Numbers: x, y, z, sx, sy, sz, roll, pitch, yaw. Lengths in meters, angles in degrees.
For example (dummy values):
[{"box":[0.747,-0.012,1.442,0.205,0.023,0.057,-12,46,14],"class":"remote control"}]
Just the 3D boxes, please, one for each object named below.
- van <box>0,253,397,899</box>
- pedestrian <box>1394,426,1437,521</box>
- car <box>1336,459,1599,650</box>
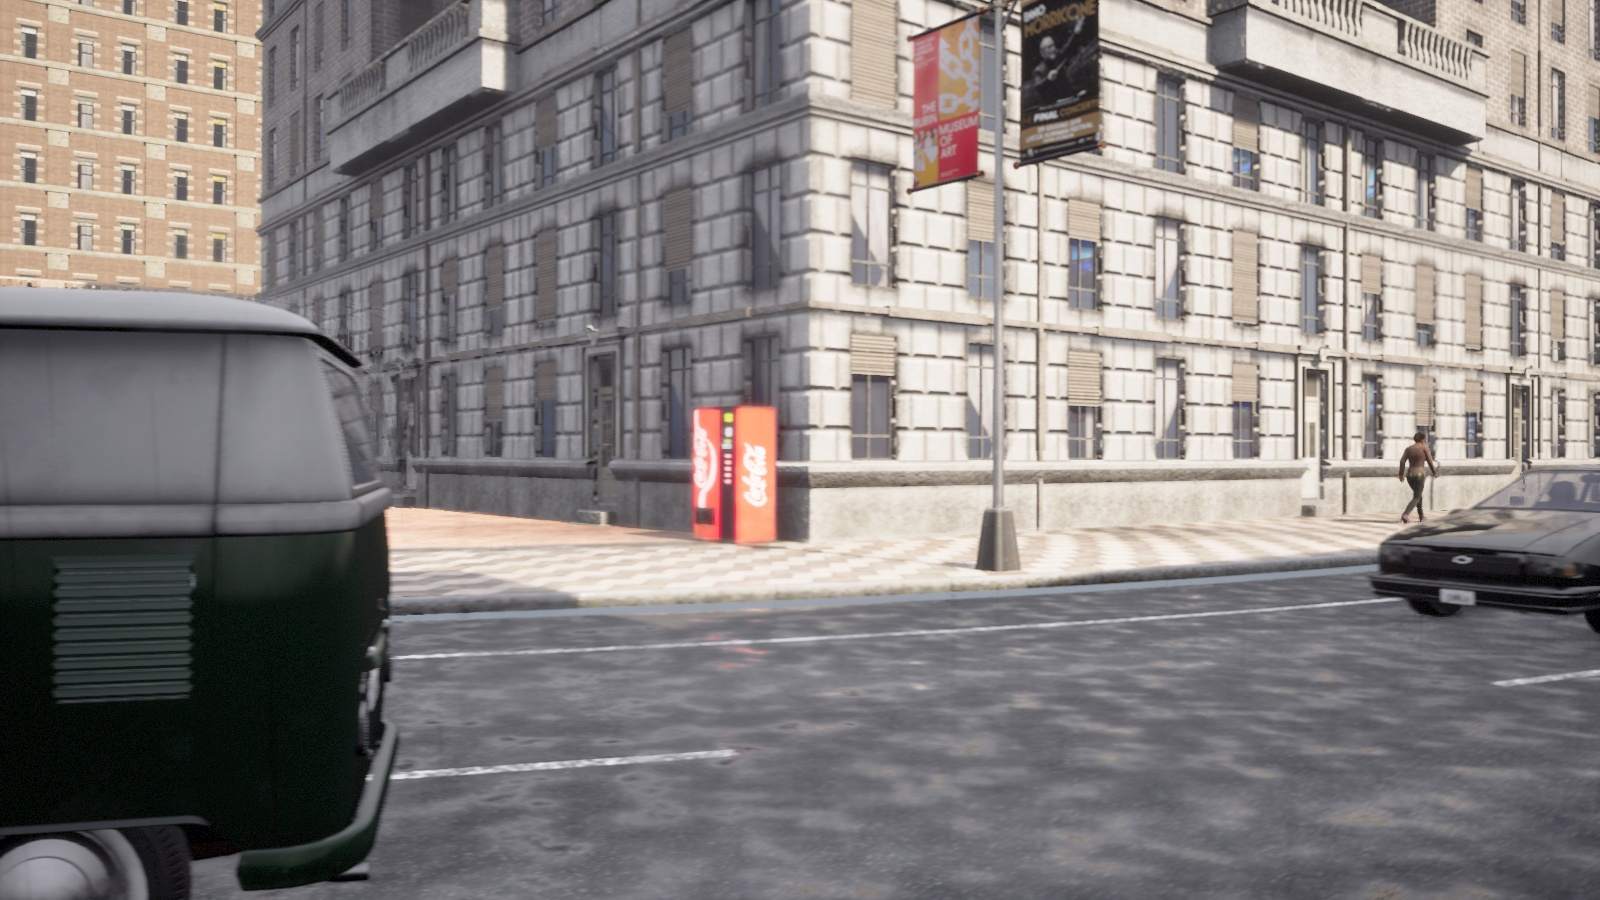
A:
[{"box":[-3.536,0.514,3.594,4.442,1.987,1.775,0,0,-14],"class":"van"},{"box":[11.869,0.438,24.198,0.869,1.805,0.328,0,0,-32],"class":"pedestrian"},{"box":[7.594,0.806,11.793,5.357,1.411,2.033,0,0,-32],"class":"car"}]
